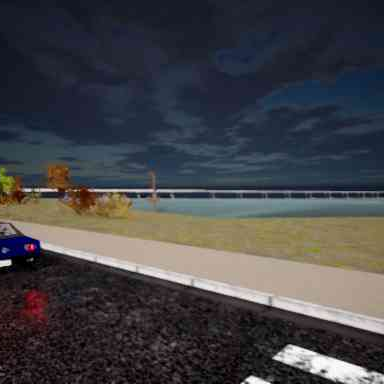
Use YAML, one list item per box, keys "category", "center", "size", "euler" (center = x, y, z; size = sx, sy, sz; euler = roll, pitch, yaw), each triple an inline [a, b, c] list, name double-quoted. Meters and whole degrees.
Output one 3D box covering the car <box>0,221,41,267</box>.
- category: "car"
  center: [-6.451, 1.534, 9.976]
  size: [4.718, 1.301, 1.895]
  euler: [0, 1, 41]
